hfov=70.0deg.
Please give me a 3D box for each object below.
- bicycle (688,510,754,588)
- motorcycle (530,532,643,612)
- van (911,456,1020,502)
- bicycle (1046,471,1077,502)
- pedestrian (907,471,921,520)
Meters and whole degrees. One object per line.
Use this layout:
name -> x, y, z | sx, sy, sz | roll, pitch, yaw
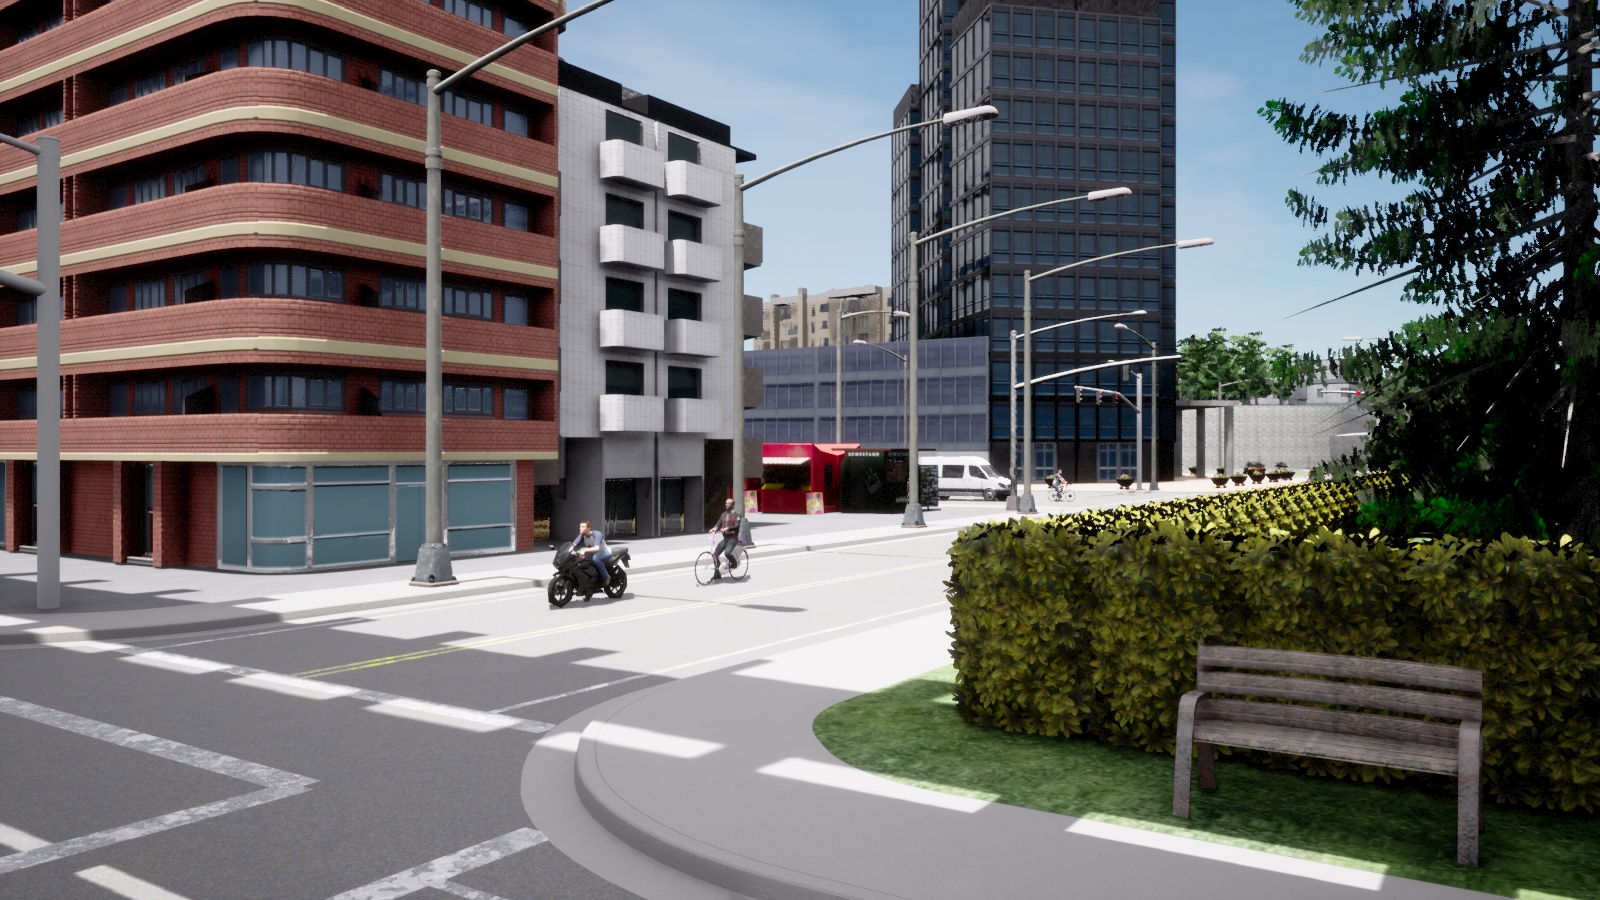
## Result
bicycle -> -1.641, 2.048, 23.979 | 0.329, 1.496, 1.835 | 0, 0, 34
motorcycle -> -3.850, 2.174, 20.756 | 0.803, 1.224, 2.033 | 0, 0, 34
van -> 9.525, 1.656, 65.951 | 5.915, 2.561, 1.988 | -1, -1, 33
bicycle -> 14.482, 2.009, 63.191 | 1.643, 1.717, 0.373 | 0, 0, 33
pedestrian -> 4.327, 1.729, 43.476 | 0.375, 1.860, 0.375 | 0, 0, 43
